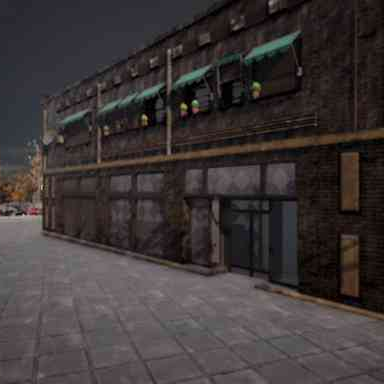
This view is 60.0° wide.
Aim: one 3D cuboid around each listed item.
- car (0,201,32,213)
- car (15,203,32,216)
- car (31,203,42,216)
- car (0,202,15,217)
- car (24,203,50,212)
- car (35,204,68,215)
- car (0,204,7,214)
[{"bbox_3d":[-33.684,2.842,63.339,5.566,2.045,2.435,0,-1,18],"label":"car"},{"bbox_3d":[-25.352,2.700,46.234,4.792,1.488,2.163,0,-2,18],"label":"car"},{"bbox_3d":[-24.561,2.810,48.905,4.792,1.488,2.163,0,-2,18],"label":"car"},{"bbox_3d":[-26.194,2.426,43.586,4.553,1.767,2.185,0,-2,18],"label":"car"},{"bbox_3d":[-31.992,3.097,68.652,4.553,1.767,2.185,0,-1,18],"label":"car"},{"bbox_3d":[-22.870,2.849,54.212,4.553,1.767,2.185,0,-2,18],"label":"car"},{"bbox_3d":[-35.178,2.929,57.955,5.366,1.575,1.946,0,-2,18],"label":"car"}]
